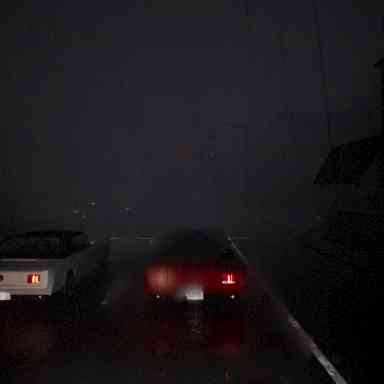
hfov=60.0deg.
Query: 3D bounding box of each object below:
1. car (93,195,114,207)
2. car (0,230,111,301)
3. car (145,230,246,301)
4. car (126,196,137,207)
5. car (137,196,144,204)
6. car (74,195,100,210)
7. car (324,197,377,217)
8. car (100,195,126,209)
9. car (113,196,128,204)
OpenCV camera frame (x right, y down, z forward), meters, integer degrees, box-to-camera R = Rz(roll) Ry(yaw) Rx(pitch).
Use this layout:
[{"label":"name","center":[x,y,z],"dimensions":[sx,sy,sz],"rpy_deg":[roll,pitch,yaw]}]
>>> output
[{"label":"car","center":[-14.111,1.352,53.221],"dimensions":[2.097,1.767,4.553],"rpy_deg":[0,0,1]},{"label":"car","center":[-3.427,1.601,8.261],"dimensions":[1.895,1.301,4.718],"rpy_deg":[0,0,0]},{"label":"car","center":[0.074,1.601,8.280],"dimensions":[1.895,1.301,4.718],"rpy_deg":[0,0,0]},{"label":"car","center":[-10.615,1.352,52.671],"dimensions":[2.097,1.767,4.553],"rpy_deg":[0,0,0]},{"label":"car","center":[-10.552,1.564,65.150],"dimensions":[1.994,1.385,4.181],"rpy_deg":[0,0,1]},{"label":"car","center":[-14.119,1.491,44.168],"dimensions":[2.128,1.511,4.902],"rpy_deg":[0,0,0]},{"label":"car","center":[13.434,1.226,28.458],"dimensions":[4.181,1.385,1.994],"rpy_deg":[-12,0,-1]},{"label":"car","center":[-10.616,1.526,44.947],"dimensions":[1.812,1.442,4.674],"rpy_deg":[0,0,0]},{"label":"car","center":[-14.053,1.564,65.669],"dimensions":[1.994,1.385,4.181],"rpy_deg":[0,0,0]}]
